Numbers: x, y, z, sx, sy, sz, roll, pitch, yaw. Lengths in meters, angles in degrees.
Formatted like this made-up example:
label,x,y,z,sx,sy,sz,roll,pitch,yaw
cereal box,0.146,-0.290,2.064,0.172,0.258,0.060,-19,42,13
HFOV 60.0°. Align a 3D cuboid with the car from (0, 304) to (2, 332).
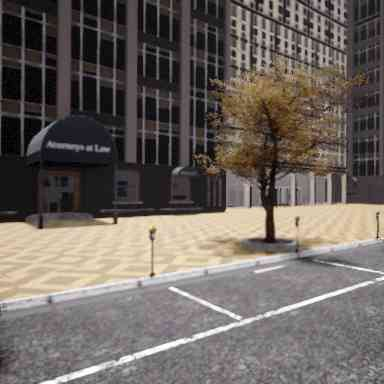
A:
label,x,y,z,sx,sy,sz,roll,pitch,yaw
car,-4.465,1.552,3.366,4.403,1.369,2.008,0,1,-36
